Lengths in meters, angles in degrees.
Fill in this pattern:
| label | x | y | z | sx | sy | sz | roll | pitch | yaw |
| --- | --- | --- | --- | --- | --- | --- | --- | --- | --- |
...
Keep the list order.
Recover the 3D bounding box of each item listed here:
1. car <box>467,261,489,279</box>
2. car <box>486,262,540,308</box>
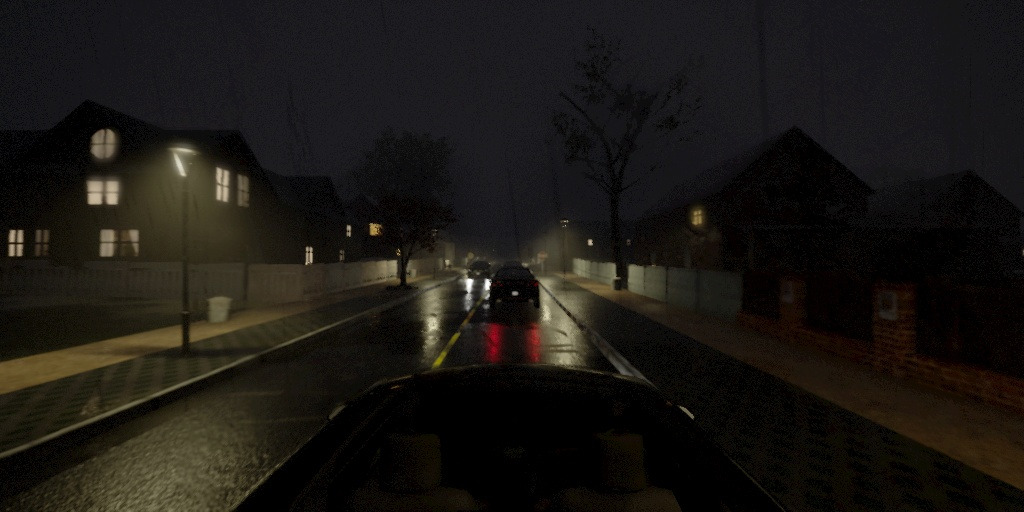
| label | x | y | z | sx | sy | sz | roll | pitch | yaw |
| --- | --- | --- | --- | --- | --- | --- | --- | --- | --- |
| car | -2.766 | 1.169 | 31.669 | 1.812 | 1.442 | 4.674 | 0 | 0 | 0 |
| car | 0.101 | 1.176 | 15.021 | 1.882 | 1.535 | 5.008 | 0 | -1 | 0 |
